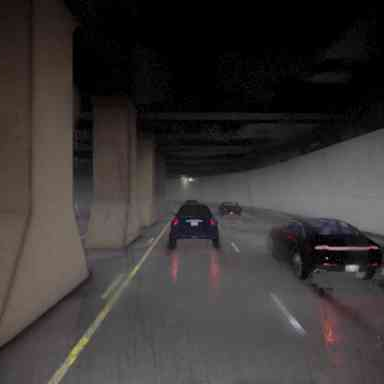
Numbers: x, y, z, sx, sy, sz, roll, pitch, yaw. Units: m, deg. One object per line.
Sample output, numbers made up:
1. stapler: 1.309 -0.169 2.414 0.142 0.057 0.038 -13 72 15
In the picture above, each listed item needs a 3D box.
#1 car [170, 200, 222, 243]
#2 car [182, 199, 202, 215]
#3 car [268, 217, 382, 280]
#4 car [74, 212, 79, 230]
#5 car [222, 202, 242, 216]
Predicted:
1. car: 0.099 1.354 16.163 2.097 1.767 4.553 0 0 0
2. car: -0.086 1.530 34.896 1.812 1.442 4.674 0 0 -3
3. car: 3.600 1.493 9.898 2.128 1.511 4.902 0 0 0
4. car: -7.105 1.354 15.918 2.097 1.767 4.553 0 0 0
5. car: 3.536 1.605 32.352 1.895 1.301 4.718 0 0 -1
